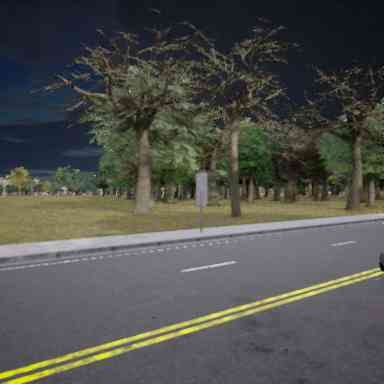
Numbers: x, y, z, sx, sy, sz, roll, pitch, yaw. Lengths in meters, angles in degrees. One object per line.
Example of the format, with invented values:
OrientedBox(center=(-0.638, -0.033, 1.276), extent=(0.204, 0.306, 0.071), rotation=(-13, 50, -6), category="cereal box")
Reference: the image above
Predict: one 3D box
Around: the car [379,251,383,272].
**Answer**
OrientedBox(center=(6.666, 1.557, 8.196), extent=(4.718, 1.301, 1.895), rotation=(0, 0, -35), category="car")
